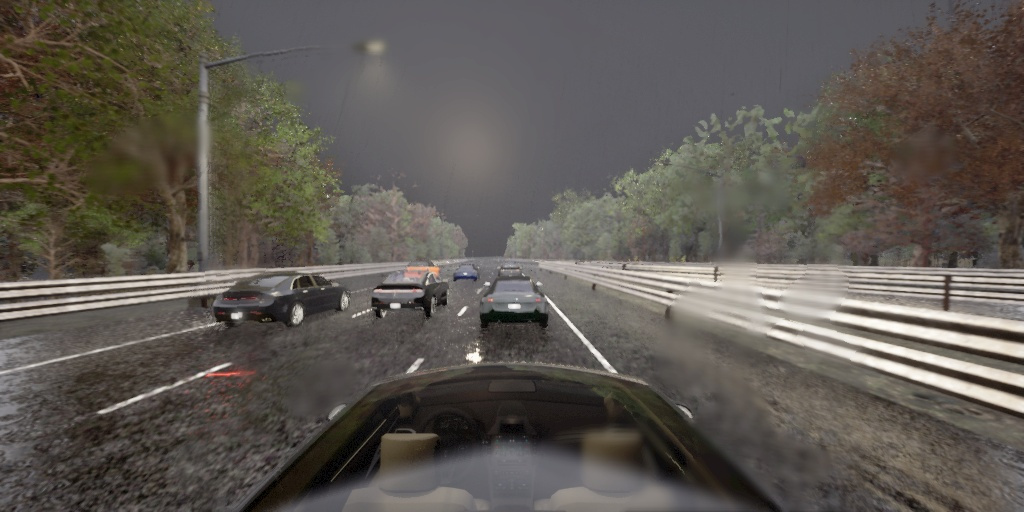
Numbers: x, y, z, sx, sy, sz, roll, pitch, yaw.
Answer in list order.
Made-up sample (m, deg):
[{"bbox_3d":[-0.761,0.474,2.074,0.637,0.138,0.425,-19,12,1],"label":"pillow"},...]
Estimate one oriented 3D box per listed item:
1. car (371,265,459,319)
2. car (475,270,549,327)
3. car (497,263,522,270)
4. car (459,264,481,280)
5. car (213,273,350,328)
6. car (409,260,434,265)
[{"bbox_3d":[-3.459,1.260,13.002,2.128,1.511,4.902,0,0,0],"label":"car"},{"bbox_3d":[0.050,1.329,11.638,1.994,1.385,4.181,0,0,0],"label":"car"},{"bbox_3d":[-0.178,1.290,29.282,2.128,1.511,4.902,0,0,-1],"label":"car"},{"bbox_3d":[-3.694,1.366,30.076,1.994,1.385,4.181,0,0,-1],"label":"car"},{"bbox_3d":[-6.947,1.272,11.469,1.837,1.490,4.892,0,0,0],"label":"car"},{"bbox_3d":[-7.177,1.153,29.111,2.097,1.767,4.553,0,0,-1],"label":"car"}]
